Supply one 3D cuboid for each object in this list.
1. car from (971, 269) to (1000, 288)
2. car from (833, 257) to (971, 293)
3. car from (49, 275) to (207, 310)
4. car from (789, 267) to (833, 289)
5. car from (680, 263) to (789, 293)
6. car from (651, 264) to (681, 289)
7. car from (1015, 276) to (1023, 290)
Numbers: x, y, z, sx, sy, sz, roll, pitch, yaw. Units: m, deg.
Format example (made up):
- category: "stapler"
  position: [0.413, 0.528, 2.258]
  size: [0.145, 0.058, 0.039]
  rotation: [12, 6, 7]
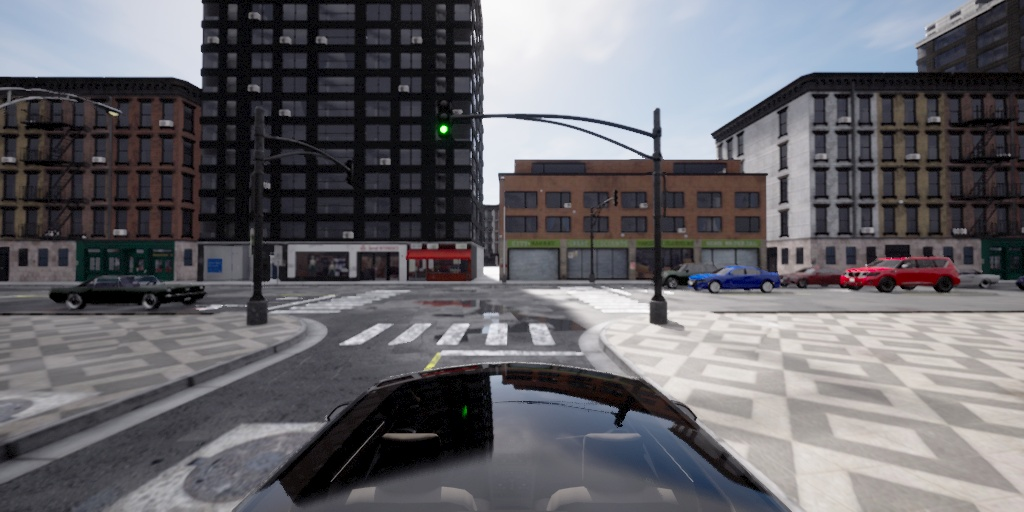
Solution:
- category: "car"
  position: [30.013, 1.504, 24.636]
  size: [4.718, 1.301, 1.895]
  rotation: [0, -1, 0]
- category: "car"
  position: [23.043, 1.088, 21.382]
  size: [5.566, 2.045, 2.150]
  rotation: [0, -1, 0]
- category: "car"
  position: [-15.374, 1.438, 14.577]
  size: [4.718, 1.301, 1.895]
  rotation: [0, -1, 0]
- category: "car"
  position: [20.809, 1.448, 24.609]
  size: [4.674, 1.442, 1.812]
  rotation: [0, -1, 0]
- category: "car"
  position: [13.117, 1.364, 21.345]
  size: [5.008, 1.535, 1.882]
  rotation: [0, -1, -2]
- category: "car"
  position: [11.981, 1.293, 24.604]
  size: [4.553, 1.767, 2.097]
  rotation: [0, -1, 0]
- category: "car"
  position: [33.267, 1.370, 21.395]
  size: [4.674, 1.442, 1.812]
  rotation: [0, -1, 0]
